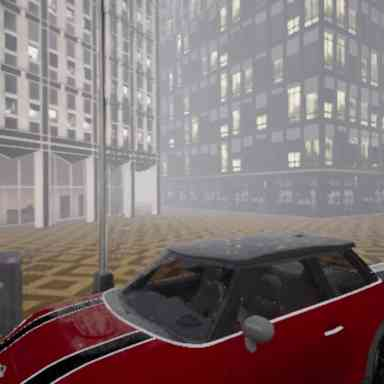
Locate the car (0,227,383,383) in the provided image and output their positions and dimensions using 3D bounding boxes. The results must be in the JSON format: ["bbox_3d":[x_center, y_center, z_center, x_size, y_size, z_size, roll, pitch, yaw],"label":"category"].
[{"bbox_3d":[0.295,1.342,3.573,4.553,1.767,2.097,0,0,-35],"label":"car"}]
